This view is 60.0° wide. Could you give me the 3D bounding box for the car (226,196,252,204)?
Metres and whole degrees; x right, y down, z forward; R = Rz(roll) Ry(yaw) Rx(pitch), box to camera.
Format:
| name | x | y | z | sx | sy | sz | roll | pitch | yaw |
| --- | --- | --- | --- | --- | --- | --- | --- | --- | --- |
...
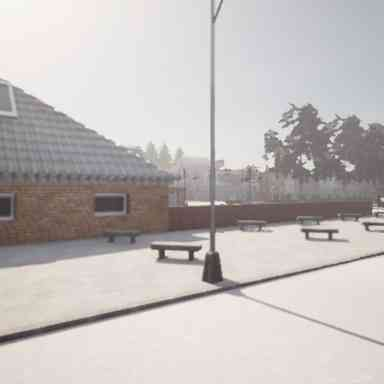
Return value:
| name | x | y | z | sx | sy | sz | roll | pitch | yaw |
| --- | --- | --- | --- | --- | --- | --- | --- | --- | --- |
| car | 7.550 | 1.462 | 53.969 | 2.128 | 1.511 | 4.902 | 0 | 0 | -35 |
